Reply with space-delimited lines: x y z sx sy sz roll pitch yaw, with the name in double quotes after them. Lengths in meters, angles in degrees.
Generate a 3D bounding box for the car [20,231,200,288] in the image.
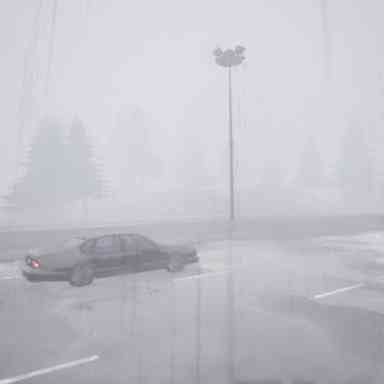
-2.377 1.948 10.514 5.357 1.411 2.033 0 -2 -34 "car"
